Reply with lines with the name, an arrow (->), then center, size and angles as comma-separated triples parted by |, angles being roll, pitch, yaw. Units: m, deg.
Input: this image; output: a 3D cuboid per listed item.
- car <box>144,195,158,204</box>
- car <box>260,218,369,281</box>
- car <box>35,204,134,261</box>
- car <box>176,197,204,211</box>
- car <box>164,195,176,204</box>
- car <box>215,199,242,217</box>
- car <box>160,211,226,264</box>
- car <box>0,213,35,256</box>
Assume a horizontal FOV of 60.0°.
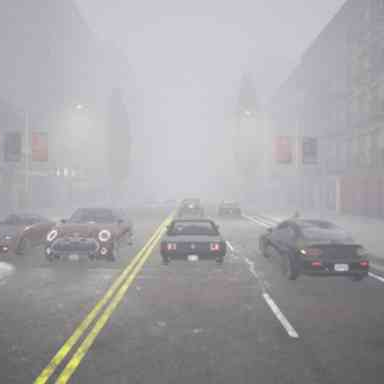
car -> -6.831, 1.241, 55.709 | 2.128, 1.511, 4.902 | 0, 0, 0
car -> 3.275, 1.487, 9.636 | 1.812, 1.442, 4.674 | 0, 0, -1
car -> -3.427, 1.289, 11.883 | 2.097, 1.767, 4.553 | 0, 0, 0
car -> -0.074, 1.213, 29.106 | 2.097, 1.767, 4.553 | 0, 0, 0
car -> -3.581, 1.239, 55.727 | 1.882, 1.535, 5.008 | 0, 0, 0
car -> 3.176, 1.358, 29.340 | 2.128, 1.511, 4.902 | 0, 0, 0
car -> 0.017, 1.547, 11.547 | 1.895, 1.301, 4.718 | 0, 0, 0
car -> -6.681, 1.491, 12.608 | 1.994, 1.385, 4.181 | 0, 0, 0
